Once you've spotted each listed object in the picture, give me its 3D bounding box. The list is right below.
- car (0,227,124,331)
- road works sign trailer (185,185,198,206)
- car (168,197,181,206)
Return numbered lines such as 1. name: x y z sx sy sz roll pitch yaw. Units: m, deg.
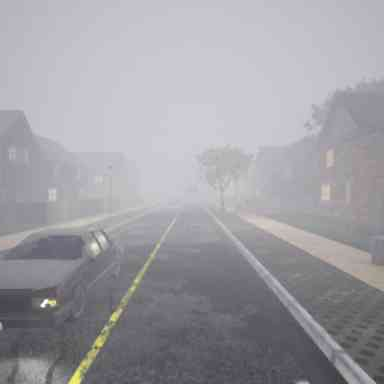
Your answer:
1. car: -2.858 1.537 7.431 2.033 1.411 5.357 0 0 0
2. road works sign trailer: -0.073 0.582 58.261 2.380 3.560 2.880 0 0 0
3. car: -2.888 1.595 55.402 2.128 1.511 4.902 0 0 0
